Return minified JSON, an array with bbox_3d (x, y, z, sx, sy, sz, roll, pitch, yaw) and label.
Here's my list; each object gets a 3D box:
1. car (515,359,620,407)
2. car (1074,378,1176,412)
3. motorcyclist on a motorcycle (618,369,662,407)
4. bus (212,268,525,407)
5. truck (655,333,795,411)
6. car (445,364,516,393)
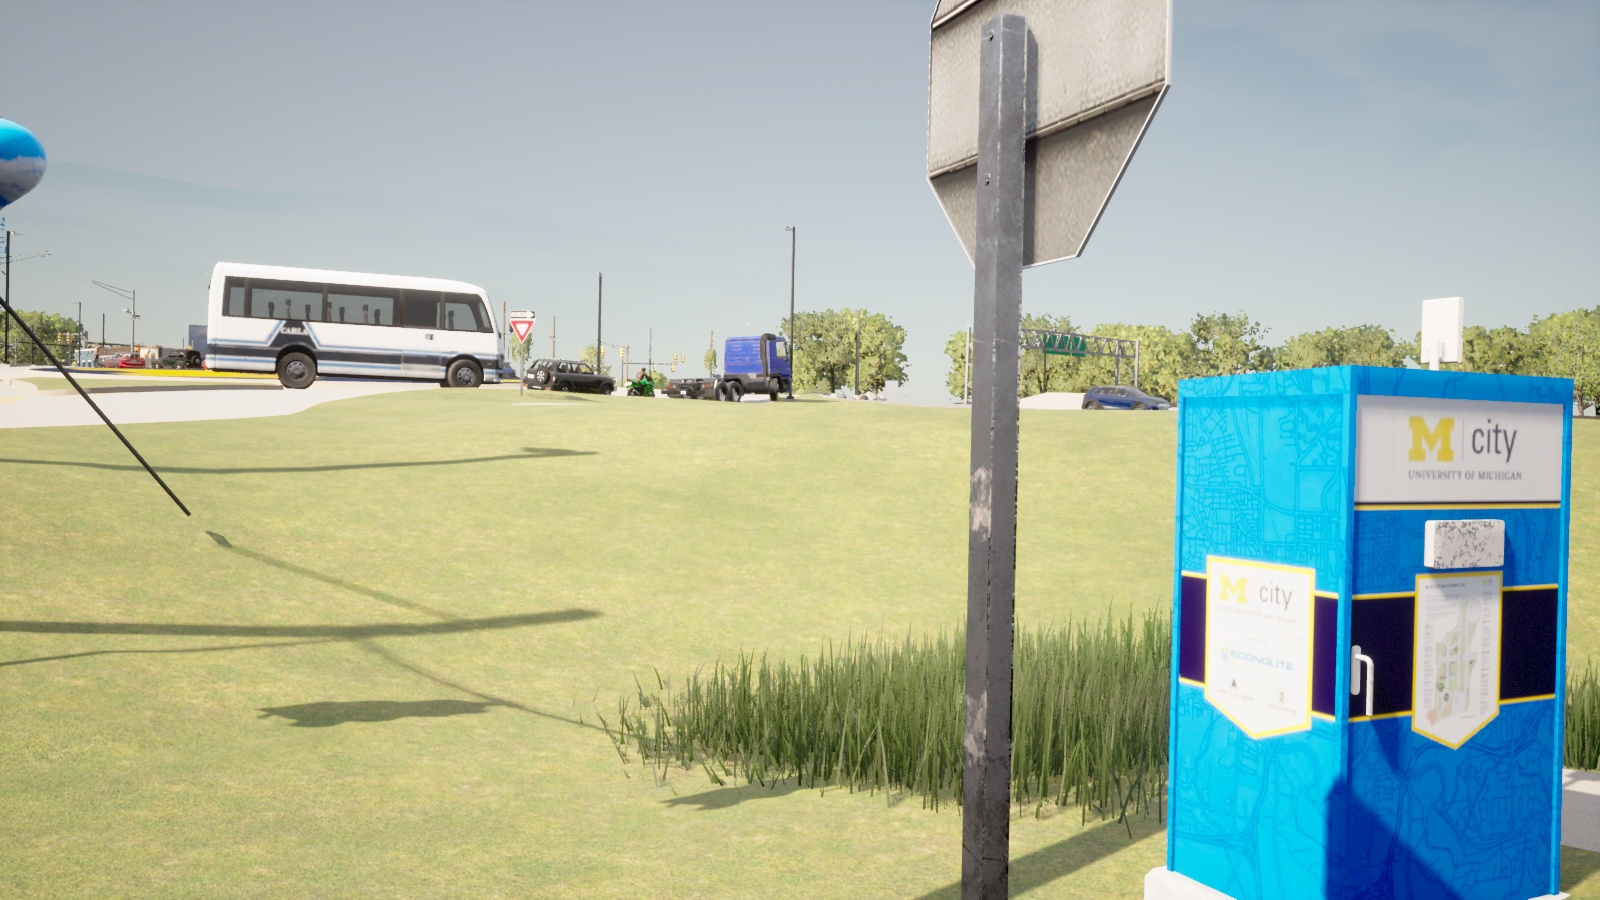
[{"bbox_3d":[-10.477,-2.986,56.888,1.932,1.855,4.605,9,5,31],"label":"car"},{"bbox_3d":[17.102,-2.924,66.215,2.033,1.649,4.856,-3,5,-42],"label":"car"},{"bbox_3d":[-6.842,-2.639,53.791,0.797,1.523,2.044,0,1,28],"label":"motorcyclist on a motorcycle"},{"bbox_3d":[-15.511,-3.873,45.567,10.273,4.253,3.944,1,0,-22],"label":"bus"},{"bbox_3d":[-3.549,-3.942,62.171,2.891,3.462,7.936,0,5,30],"label":"truck"},{"bbox_3d":[-22.167,-4.946,87.107,4.553,1.767,2.097,1,0,-18],"label":"car"}]
